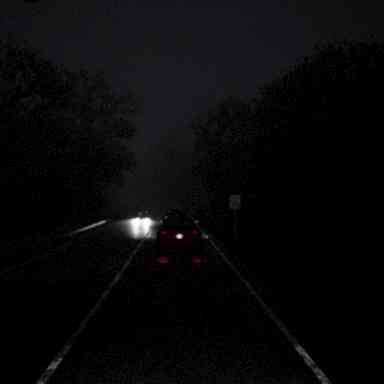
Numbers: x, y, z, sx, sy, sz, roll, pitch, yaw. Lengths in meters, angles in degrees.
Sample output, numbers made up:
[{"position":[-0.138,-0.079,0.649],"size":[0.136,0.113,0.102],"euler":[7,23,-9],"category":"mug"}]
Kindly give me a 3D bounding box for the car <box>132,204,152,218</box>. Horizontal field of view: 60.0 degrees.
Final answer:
[{"position":[-5.495,2.084,37.009],"size":[2.128,1.511,4.902],"euler":[0,-2,-3],"category":"car"}]

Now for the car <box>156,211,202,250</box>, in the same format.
[{"position":[-0.623,1.828,15.708],"size":[1.994,1.385,4.181],"euler":[0,-1,-3],"category":"car"}]

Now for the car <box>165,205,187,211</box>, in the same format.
[{"position":[-1.542,1.980,32.174],"size":[1.882,1.535,5.008],"euler":[0,-1,-3],"category":"car"}]
